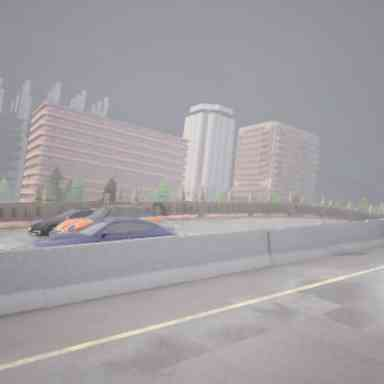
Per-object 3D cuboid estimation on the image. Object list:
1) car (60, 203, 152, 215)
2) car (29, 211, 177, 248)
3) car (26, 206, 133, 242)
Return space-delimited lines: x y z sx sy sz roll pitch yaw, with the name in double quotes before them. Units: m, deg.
"car" -3.515 1.388 14.377 4.553 1.767 2.097 0 0 -35
"car" -2.595 1.552 10.736 4.674 1.442 1.812 0 0 -35
"car" -5.688 1.544 17.126 4.892 1.490 1.837 1 -1 -35
